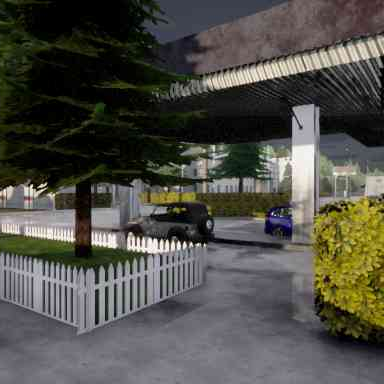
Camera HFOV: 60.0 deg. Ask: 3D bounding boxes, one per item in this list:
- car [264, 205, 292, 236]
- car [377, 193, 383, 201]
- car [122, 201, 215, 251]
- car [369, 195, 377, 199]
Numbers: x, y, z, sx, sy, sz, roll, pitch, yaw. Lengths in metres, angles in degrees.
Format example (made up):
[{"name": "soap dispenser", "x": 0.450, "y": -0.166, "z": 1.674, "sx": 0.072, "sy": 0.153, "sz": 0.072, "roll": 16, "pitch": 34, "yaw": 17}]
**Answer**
[{"name": "car", "x": 5.854, "y": 1.480, "z": 15.962, "sx": 4.611, "sy": 1.667, "sz": 2.242, "roll": 0, "pitch": 0, "yaw": 35}, {"name": "car", "x": 25.808, "y": 1.077, "z": 43.496, "sx": 1.905, "sy": 1.878, "sz": 3.866, "roll": 0, "pitch": 0, "yaw": 35}, {"name": "car", "x": -0.947, "y": 1.313, "z": 13.813, "sx": 3.866, "sy": 1.878, "sz": 1.905, "roll": 0, "pitch": 0, "yaw": 35}, {"name": "car", "x": 33.073, "y": 1.298, "z": 60.237, "sx": 2.007, "sy": 1.523, "sz": 4.514, "roll": 0, "pitch": 0, "yaw": 35}]
